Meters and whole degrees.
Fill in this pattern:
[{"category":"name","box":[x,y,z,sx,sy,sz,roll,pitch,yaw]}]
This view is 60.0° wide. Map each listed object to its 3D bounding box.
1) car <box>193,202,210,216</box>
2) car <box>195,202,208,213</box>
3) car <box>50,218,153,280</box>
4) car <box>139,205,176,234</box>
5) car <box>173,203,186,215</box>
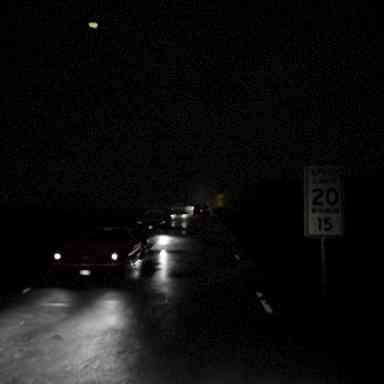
[{"category":"car","box":[1.108,2.124,39.424,1.994,1.385,4.181,0,-1,2]},{"category":"car","box":[1.384,2.251,49.418,1.882,1.535,5.008,0,-1,2]},{"category":"car","box":[-2.605,1.722,10.480,1.895,1.301,4.718,0,-1,1]},{"category":"car","box":[-2.309,1.781,21.433,1.812,1.442,4.674,0,-1,2]},{"category":"car","box":[-1.720,2.161,43.142,1.812,1.442,4.674,0,-1,1]}]
